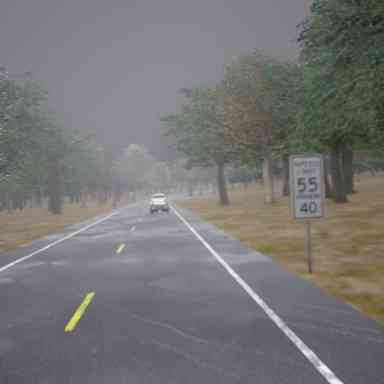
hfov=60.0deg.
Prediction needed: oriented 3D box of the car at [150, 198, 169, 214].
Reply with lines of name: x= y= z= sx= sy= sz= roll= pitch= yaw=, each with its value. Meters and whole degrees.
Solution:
car: x=-3.426 y=1.611 z=35.295 sx=1.895 sy=1.301 sz=4.718 roll=-3 pitch=0 yaw=-5

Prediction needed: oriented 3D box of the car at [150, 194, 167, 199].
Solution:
car: x=-4.717 y=1.277 z=47.399 sx=2.150 sy=2.045 sz=5.566 roll=-3 pitch=1 yaw=-6
